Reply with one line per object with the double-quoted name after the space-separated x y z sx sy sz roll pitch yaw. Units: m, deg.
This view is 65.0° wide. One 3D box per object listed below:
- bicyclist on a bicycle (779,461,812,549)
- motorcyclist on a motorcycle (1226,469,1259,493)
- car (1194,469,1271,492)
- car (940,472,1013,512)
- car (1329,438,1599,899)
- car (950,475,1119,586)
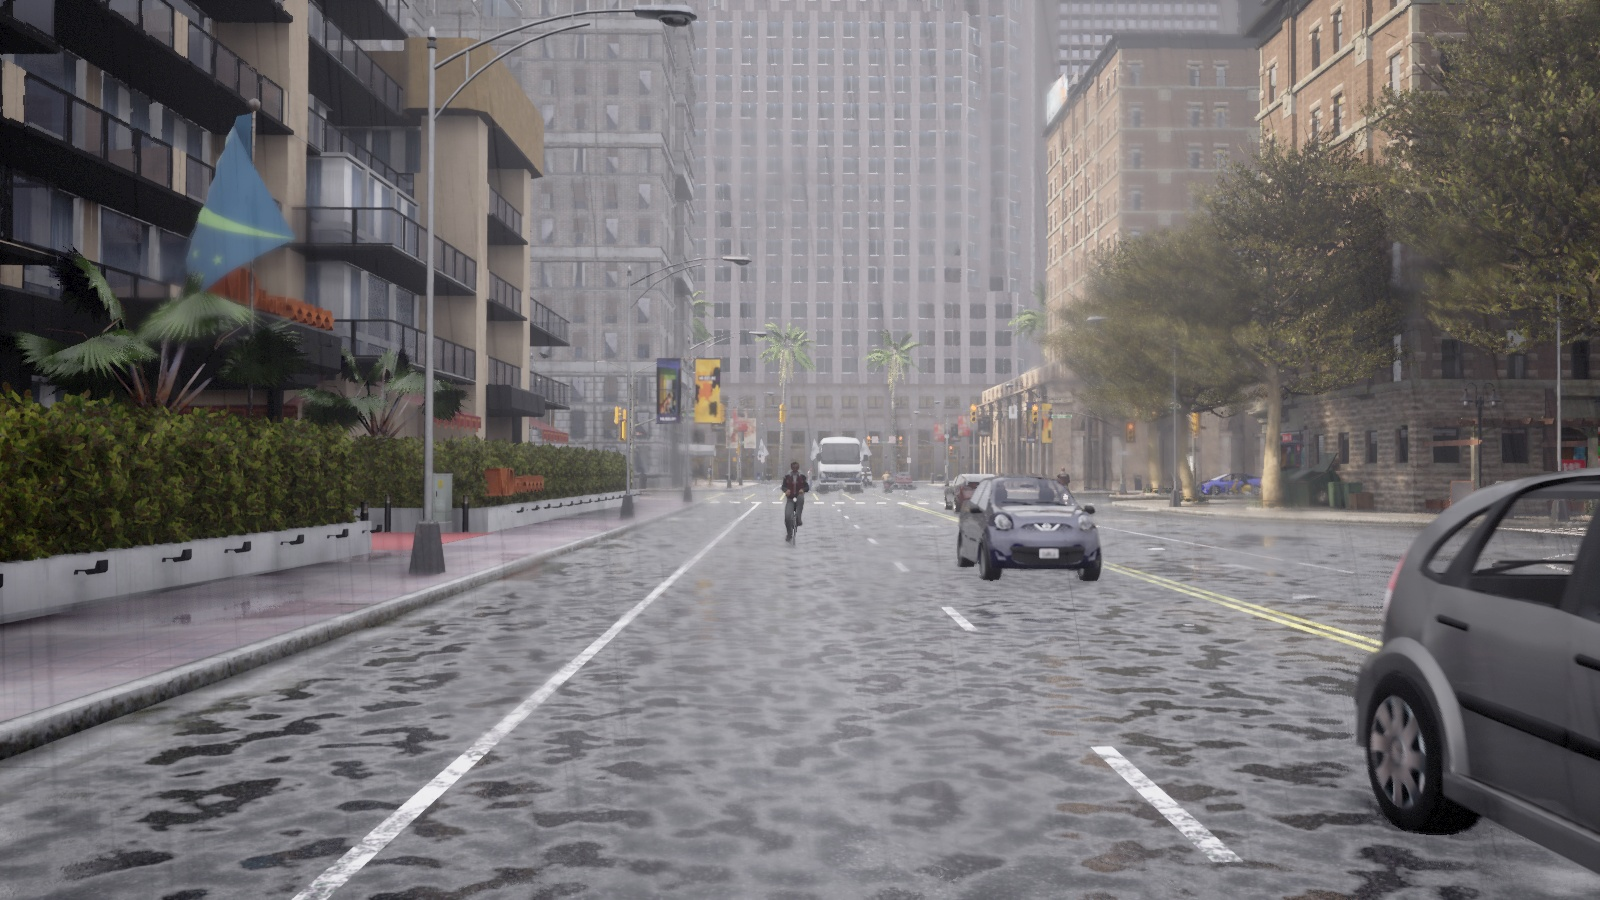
-0.098 1.123 26.131 0.659 1.776 1.843 0 -1 0 "bicyclist on a bicycle"
28.779 2.021 81.705 1.817 1.590 0.866 0 -1 1 "motorcyclist on a motorcycle"
29.324 2.072 85.222 4.514 1.525 2.007 0 -1 1 "car"
6.819 1.608 48.996 2.163 1.488 4.792 0 -1 0 "car"
3.483 0.767 4.043 1.851 1.617 3.988 0 -1 0 "car"
3.429 1.133 19.012 1.845 1.501 3.633 0 -1 0 "car"
